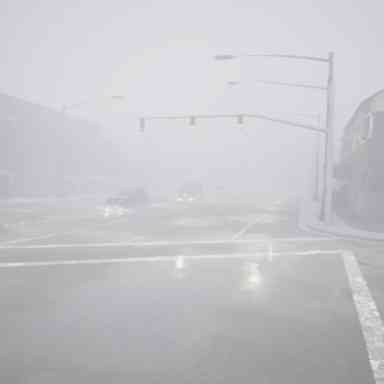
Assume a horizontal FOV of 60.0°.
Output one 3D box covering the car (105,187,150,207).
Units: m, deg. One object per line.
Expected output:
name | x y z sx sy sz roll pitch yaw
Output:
car | -5.749 0.534 30.265 2.033 1.411 5.357 2 2 19

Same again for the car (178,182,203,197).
car | -0.088 -0.423 46.869 2.150 2.045 5.566 2 2 19

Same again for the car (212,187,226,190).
car | 5.064 -0.782 61.878 1.994 1.385 4.181 2 1 19

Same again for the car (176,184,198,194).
car | -0.705 -0.499 55.802 2.128 1.511 4.902 2 2 19
